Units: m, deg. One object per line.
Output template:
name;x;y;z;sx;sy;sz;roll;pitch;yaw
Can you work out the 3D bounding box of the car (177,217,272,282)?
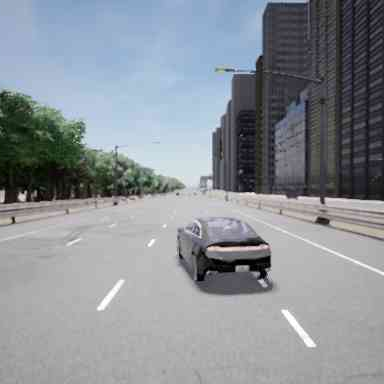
car;0.706;1.475;9.780;2.128;1.511;4.902;0;0;-10
